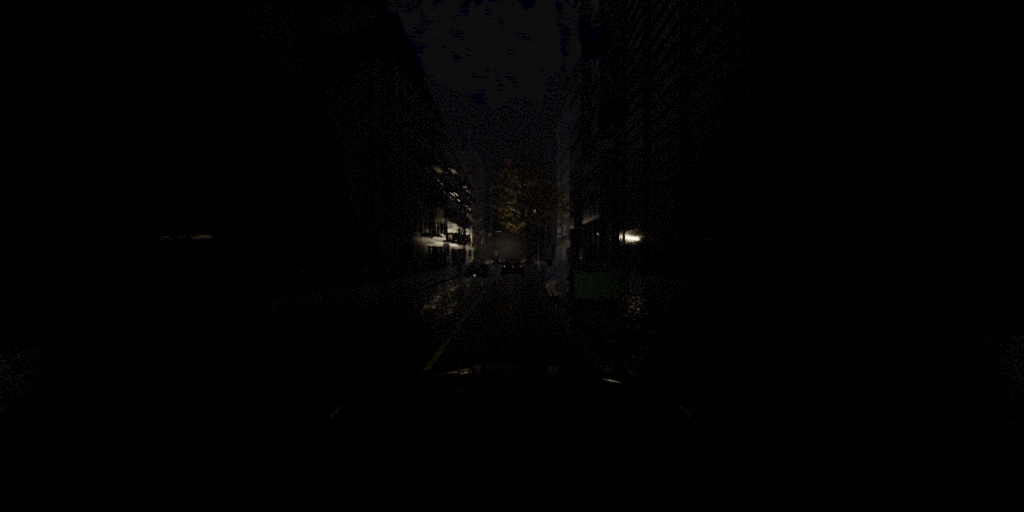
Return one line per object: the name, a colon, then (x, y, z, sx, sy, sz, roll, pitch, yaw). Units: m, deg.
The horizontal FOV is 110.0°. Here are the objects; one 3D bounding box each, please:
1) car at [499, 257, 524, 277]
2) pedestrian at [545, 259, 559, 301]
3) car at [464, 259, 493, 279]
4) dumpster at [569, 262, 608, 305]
car: (0.083, 1.008, 34.759, 2.097, 1.767, 4.553, 0, 0, 0)
pedestrian: (1.716, 1.010, 15.661, 0.375, 1.860, 0.375, 0, 0, -15)
car: (-3.084, 1.213, 32.242, 2.033, 1.411, 5.357, 0, 0, 0)
dumpster: (3.138, 1.114, 14.895, 1.020, 1.700, 1.940, 0, 0, 0)
